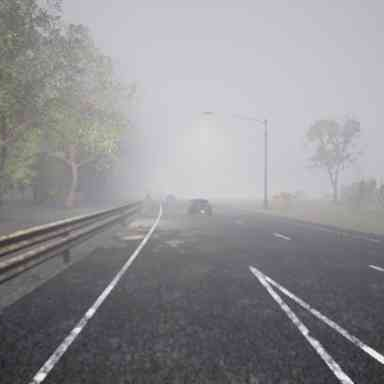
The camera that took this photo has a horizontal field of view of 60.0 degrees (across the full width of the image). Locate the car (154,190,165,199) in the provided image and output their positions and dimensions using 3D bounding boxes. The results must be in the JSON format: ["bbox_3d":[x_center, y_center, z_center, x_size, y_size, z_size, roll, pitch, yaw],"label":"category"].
[{"bbox_3d":[-7.720,0.644,83.567,2.150,2.045,5.566,0,0,-9],"label":"car"}]

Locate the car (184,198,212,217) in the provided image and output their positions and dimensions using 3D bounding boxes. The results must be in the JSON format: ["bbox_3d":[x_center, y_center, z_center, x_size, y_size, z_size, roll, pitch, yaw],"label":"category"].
[{"bbox_3d":[0.518,1.302,29.131,1.837,1.490,4.892,0,0,-9],"label":"car"}]

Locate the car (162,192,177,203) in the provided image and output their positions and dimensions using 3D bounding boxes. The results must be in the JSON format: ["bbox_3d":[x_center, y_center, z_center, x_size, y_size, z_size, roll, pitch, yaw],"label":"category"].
[{"bbox_3d":[-3.662,1.126,56.739,1.837,1.490,4.892,0,0,-9],"label":"car"}]
